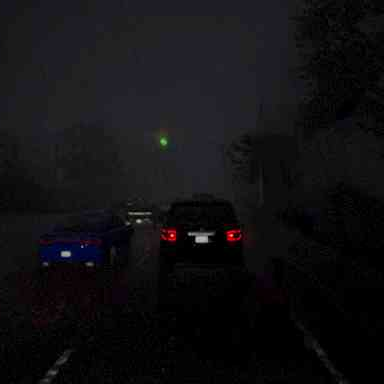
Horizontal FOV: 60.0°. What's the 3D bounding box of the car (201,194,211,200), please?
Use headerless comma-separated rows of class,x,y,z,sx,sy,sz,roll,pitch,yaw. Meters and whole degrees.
car,3.417,1.224,81.129,1.812,1.442,4.674,0,0,10

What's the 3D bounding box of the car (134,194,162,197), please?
car,-5.266,1.325,40.840,1.882,1.535,5.008,0,0,5

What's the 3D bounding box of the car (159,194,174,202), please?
car,-5.329,1.263,70.536,2.128,1.511,4.902,0,0,8

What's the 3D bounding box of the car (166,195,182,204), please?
car,-3.201,1.341,60.127,1.994,1.385,4.181,0,0,8

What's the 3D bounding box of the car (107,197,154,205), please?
car,-5.380,1.432,30.884,5.357,1.411,2.033,0,0,-20

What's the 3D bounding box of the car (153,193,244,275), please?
car,0.275,1.184,10.477,2.150,2.045,5.566,0,0,1

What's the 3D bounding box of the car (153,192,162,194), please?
car,-6.706,0.997,60.256,2.150,2.045,5.566,0,0,8

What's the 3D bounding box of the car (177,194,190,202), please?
car,-1.811,1.217,70.411,1.882,1.535,5.008,0,0,8

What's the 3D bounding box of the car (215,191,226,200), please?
car,6.947,0.794,81.024,2.150,2.045,5.566,0,0,10

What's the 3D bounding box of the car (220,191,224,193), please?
car,5.330,1.088,70.831,2.097,1.767,4.553,0,0,9

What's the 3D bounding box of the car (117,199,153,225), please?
car,-2.857,1.412,20.957,2.128,1.511,4.902,0,0,3

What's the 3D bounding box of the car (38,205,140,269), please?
car,-3.205,1.436,11.074,1.882,1.535,5.008,0,0,1

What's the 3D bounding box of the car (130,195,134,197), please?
car,-8.793,1.412,40.649,1.994,1.385,4.181,0,0,5

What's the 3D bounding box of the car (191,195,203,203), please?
car,1.096,1.285,64.973,1.812,1.442,4.674,0,0,8

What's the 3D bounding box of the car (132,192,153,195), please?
car,-7.923,1.035,49.964,2.150,2.045,5.566,0,0,6

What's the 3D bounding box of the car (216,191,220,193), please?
car,0.969,1.120,27.248,2.150,2.045,5.566,0,0,3
